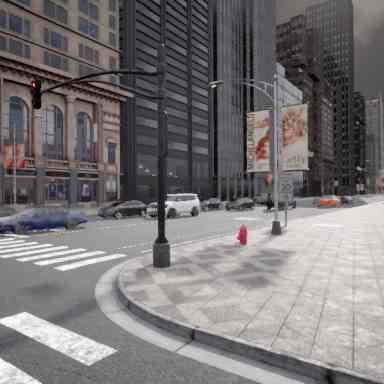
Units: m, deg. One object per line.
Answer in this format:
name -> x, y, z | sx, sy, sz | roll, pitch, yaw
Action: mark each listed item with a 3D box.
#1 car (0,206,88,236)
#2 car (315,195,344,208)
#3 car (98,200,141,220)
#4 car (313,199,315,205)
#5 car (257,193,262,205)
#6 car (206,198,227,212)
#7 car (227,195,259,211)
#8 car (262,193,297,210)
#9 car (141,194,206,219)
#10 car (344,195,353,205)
car -> -8.506, 1.521, 18.780 | 2.033, 1.411, 5.357 | -1, 0, 35
car -> 19.100, 1.190, 46.136 | 2.097, 1.767, 4.553 | -1, 0, 35
car -> -5.763, 1.479, 28.338 | 1.837, 1.490, 4.892 | -1, 0, 35
car -> 21.611, 1.399, 55.275 | 2.033, 1.411, 5.357 | -1, 0, 35
car -> 11.163, 1.171, 51.970 | 2.150, 2.045, 5.566 | -1, 0, 35
car -> 1.809, 1.445, 38.972 | 1.837, 1.490, 4.892 | -1, 0, 35
car -> 5.601, 1.419, 38.692 | 1.837, 1.490, 4.892 | -1, 0, 36
car -> 10.869, 1.102, 40.170 | 2.150, 2.045, 5.566 | -1, 0, 35
car -> -1.466, 1.166, 28.774 | 2.150, 2.045, 5.566 | -1, 0, 35
car -> 25.240, 1.331, 54.767 | 1.837, 1.490, 4.892 | -1, 0, 35
